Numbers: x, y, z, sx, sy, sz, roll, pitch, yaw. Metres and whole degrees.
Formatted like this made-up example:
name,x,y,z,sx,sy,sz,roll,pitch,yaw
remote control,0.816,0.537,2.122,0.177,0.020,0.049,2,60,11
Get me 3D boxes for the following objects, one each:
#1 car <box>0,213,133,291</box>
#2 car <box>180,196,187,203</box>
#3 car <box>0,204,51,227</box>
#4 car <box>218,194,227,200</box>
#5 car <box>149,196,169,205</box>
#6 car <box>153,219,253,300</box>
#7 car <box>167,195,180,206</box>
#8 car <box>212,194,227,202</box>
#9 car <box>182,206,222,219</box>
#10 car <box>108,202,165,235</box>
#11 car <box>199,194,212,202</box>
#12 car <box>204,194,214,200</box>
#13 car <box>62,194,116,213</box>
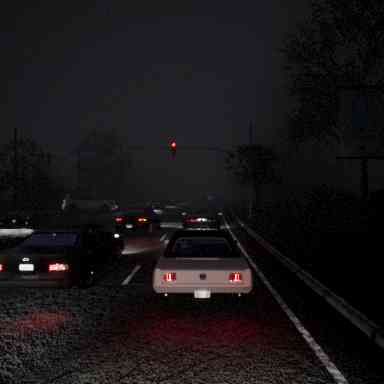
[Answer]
name,x,y,z,sx,sy,sz,roll,pitch,yaw
car,-3.256,1.547,9.136,2.033,1.411,5.357,0,0,1
car,-2.162,1.506,67.416,1.837,1.490,4.892,0,0,8
car,-10.919,1.564,22.053,1.994,1.385,4.181,0,0,-6
car,7.979,1.346,86.357,1.882,1.535,5.008,0,0,11
car,-4.830,1.601,45.201,1.895,1.301,4.718,0,0,5
car,0.232,1.601,8.373,1.895,1.301,4.718,0,0,1
car,-3.777,1.352,55.124,2.097,1.767,4.553,0,0,7
car,6.316,1.548,76.652,1.994,1.385,4.181,0,0,10
car,0.522,1.505,17.598,1.837,1.490,4.892,0,0,2
car,-2.939,1.526,18.713,1.812,1.442,4.674,0,0,4
car,2.720,1.518,76.342,2.128,1.511,4.902,0,0,10
car,4.459,1.328,86.562,1.882,1.535,5.008,0,0,11
car,-10.763,1.219,35.201,5.566,2.045,2.150,0,0,-3
